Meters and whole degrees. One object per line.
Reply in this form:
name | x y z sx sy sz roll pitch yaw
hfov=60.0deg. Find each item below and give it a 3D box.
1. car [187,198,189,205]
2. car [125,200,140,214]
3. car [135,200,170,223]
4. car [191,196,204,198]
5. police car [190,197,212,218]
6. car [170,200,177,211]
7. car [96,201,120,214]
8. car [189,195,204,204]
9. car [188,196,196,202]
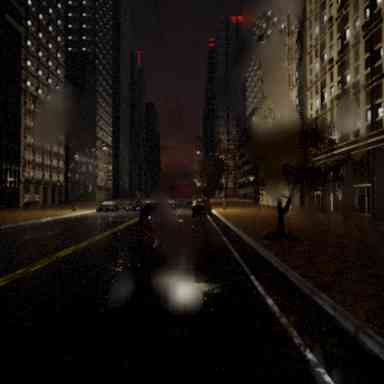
car | 0.016 1.923 67.933 1.895 1.301 4.718 0 0 0
car | -6.577 1.733 39.290 1.837 1.490 4.892 0 0 0
car | -3.143 1.665 27.365 1.837 1.490 4.892 0 0 0
car | 0.985 1.707 43.248 1.801 1.575 5.366 0 0 0
police car | 0.983 1.618 33.166 1.930 1.638 5.238 0 0 0
car | -3.139 1.817 46.289 2.033 1.411 5.357 0 0 0
car | -9.828 1.792 39.180 1.994 1.385 4.181 0 0 0
car | 0.986 1.510 49.090 2.150 2.045 5.566 0 0 0
car | 0.020 1.841 86.041 1.882 1.535 5.008 0 0 0
